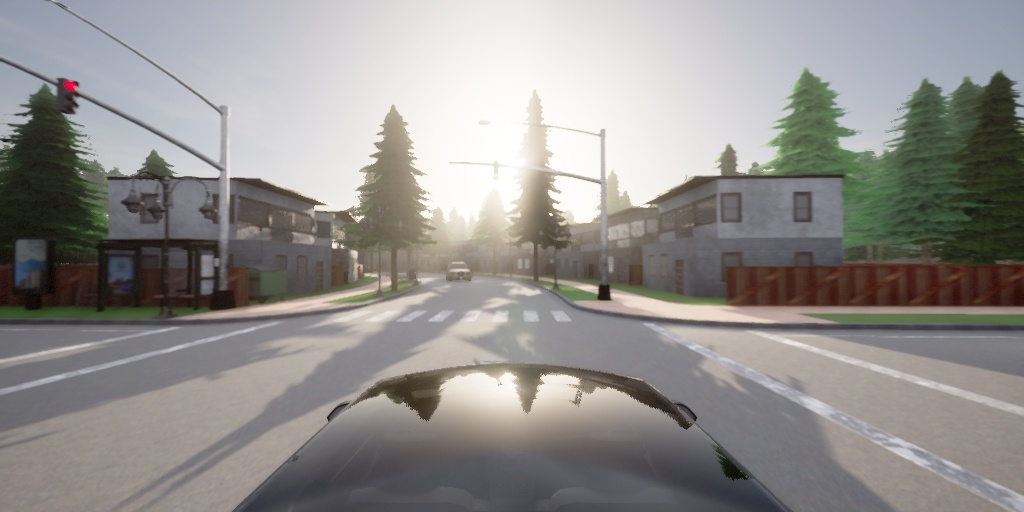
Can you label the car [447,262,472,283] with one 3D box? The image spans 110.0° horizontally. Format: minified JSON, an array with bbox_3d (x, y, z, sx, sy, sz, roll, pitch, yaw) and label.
[{"bbox_3d":[-5.326,1.640,35.782,2.150,2.045,5.566,0,0,-13],"label":"car"}]
